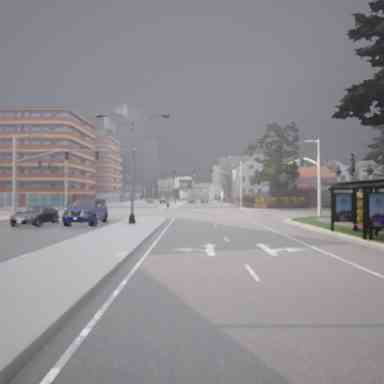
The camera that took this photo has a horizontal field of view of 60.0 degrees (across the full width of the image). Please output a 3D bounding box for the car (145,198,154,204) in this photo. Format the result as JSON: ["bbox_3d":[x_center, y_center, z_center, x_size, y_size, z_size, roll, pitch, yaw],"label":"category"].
[{"bbox_3d":[-11.492,2.473,90.241,1.837,1.490,4.892,0,-1,0],"label":"car"}]

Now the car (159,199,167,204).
[{"bbox_3d":[-7.992,2.568,90.210,1.895,1.301,4.718,0,-1,0],"label":"car"}]

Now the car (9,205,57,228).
[{"bbox_3d":[-11.514,1.760,24.632,2.128,1.511,4.902,0,-1,0],"label":"car"}]

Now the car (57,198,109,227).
[{"bbox_3d":[-8.003,1.504,25.571,2.150,2.045,5.566,0,-1,0],"label":"car"}]

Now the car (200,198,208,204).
[{"bbox_3d":[3.508,2.509,90.590,2.033,1.411,5.357,0,-1,0],"label":"car"}]

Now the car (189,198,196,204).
[{"bbox_3d":[0.008,2.500,91.008,1.812,1.442,4.674,0,-1,0],"label":"car"}]
